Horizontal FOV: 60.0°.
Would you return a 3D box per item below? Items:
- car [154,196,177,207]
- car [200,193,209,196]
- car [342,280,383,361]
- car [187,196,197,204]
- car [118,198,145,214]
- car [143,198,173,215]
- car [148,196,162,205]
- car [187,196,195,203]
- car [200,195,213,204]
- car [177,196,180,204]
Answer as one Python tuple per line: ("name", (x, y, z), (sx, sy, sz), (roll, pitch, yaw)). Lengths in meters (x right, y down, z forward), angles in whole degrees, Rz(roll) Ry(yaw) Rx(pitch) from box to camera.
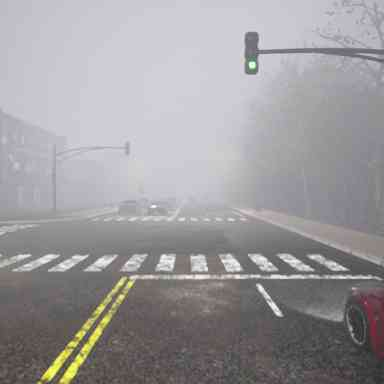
("car", (-3.454, 1.566, 43.990), (2.128, 1.511, 4.902), (0, 0, 0))
("car", (3.068, 1.349, 76.224), (2.150, 2.045, 5.566), (0, 0, 0))
("car", (3.344, 1.571, 3.523), (1.994, 1.385, 4.181), (0, 0, 0))
("car", (-0.061, 1.588, 66.915), (1.882, 1.535, 5.008), (0, 0, 0))
("car", (-6.690, 1.540, 36.286), (1.882, 1.535, 5.008), (0, 0, 0))
("car", (-3.435, 1.607, 34.378), (2.033, 1.411, 5.357), (0, 0, 0))
("car", (-6.713, 1.593, 61.023), (2.128, 1.511, 4.902), (0, 0, 0))
("car", (-0.186, 1.720, 77.198), (1.895, 1.301, 4.718), (0, 0, 0))
("car", (3.187, 1.710, 66.041), (1.895, 1.301, 4.718), (0, 0, 0))
("car", (-3.473, 1.569, 54.817), (1.882, 1.535, 5.008), (0, 0, 0))
